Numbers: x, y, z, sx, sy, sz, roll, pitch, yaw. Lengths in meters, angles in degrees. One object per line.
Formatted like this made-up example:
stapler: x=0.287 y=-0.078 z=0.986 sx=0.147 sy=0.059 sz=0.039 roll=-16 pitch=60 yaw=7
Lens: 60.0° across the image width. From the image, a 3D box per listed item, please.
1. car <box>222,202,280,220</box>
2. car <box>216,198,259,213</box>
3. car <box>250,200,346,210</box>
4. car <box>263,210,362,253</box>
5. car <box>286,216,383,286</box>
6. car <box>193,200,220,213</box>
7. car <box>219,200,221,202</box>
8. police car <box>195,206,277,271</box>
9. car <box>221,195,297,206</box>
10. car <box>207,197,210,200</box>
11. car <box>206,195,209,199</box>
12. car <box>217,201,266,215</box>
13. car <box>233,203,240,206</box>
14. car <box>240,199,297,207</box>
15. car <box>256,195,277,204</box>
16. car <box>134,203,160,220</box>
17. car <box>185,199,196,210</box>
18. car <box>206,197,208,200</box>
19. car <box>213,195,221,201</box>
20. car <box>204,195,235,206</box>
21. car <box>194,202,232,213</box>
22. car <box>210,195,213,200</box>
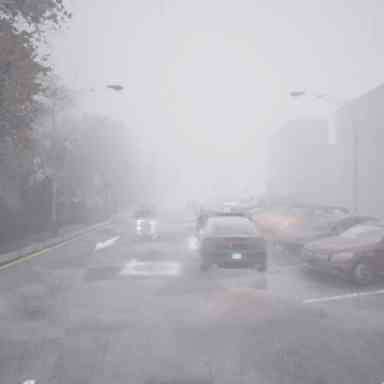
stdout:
car: x=5.358 y=1.682 z=30.402 sx=4.792 sy=1.488 sz=2.163 roll=1 pitch=0 yaw=-20
car: x=5.392 y=1.592 z=39.419 sx=4.553 sy=1.767 sz=2.185 roll=1 pitch=-1 yaw=-20
car: x=5.361 y=1.436 z=15.413 sx=4.553 sy=1.767 sz=2.185 roll=1 pitch=0 yaw=-20
car: x=5.292 y=1.574 z=12.392 sx=4.792 sy=1.488 sz=2.163 roll=1 pitch=0 yaw=-20
car: x=5.315 y=1.570 z=9.400 sx=4.674 sy=1.452 sz=2.002 roll=1 pitch=0 yaw=-20
car: x=1.218 y=1.671 z=27.124 sx=1.812 sy=1.442 sz=4.674 roll=0 pitch=0 yaw=0
car: x=5.200 y=1.626 z=27.345 sx=5.366 sy=1.575 sz=1.946 roll=1 pitch=0 yaw=-20
police car: x=1.171 y=1.479 z=11.235 sx=1.930 sy=1.638 sz=5.238 roll=0 pitch=0 yaw=0
car: x=5.351 y=1.362 z=24.389 sx=5.566 sy=2.045 sz=2.435 roll=1 pitch=0 yaw=-20
car: x=5.454 y=1.815 z=51.439 sx=5.008 sy=1.535 sz=2.097 roll=1 pitch=-1 yaw=-20
car: x=5.298 y=1.885 z=60.383 sx=5.366 sy=1.575 sz=1.946 roll=1 pitch=0 yaw=-20
car: x=5.386 y=1.724 z=36.404 sx=4.792 sy=1.488 sz=2.163 roll=1 pitch=0 yaw=-20
car: x=5.346 y=1.635 z=21.409 sx=4.674 sy=1.452 sz=2.002 roll=1 pitch=-1 yaw=-20
car: x=5.371 y=1.452 z=18.414 sx=4.553 sy=1.767 sz=2.185 roll=1 pitch=0 yaw=-20
car: x=18.482 y=1.834 z=82.452 sx=2.435 sy=2.045 sz=5.566 roll=0 pitch=0 yaw=-21
car: x=-4.002 y=1.731 z=30.348 sx=1.994 sy=1.385 sz=4.181 roll=0 pitch=0 yaw=0
car: x=0.086 y=1.789 z=47.492 sx=2.128 sy=1.511 sz=4.902 roll=0 pitch=0 yaw=0
car: x=5.477 y=1.905 z=57.441 sx=4.674 sy=1.452 sz=2.002 roll=1 pitch=0 yaw=-20
car: x=5.376 y=1.421 z=33.406 sx=5.566 sy=2.045 sz=2.435 roll=1 pitch=0 yaw=-20
car: x=5.495 y=1.690 z=66.477 sx=5.566 sy=2.045 sz=2.435 roll=1 pitch=-1 yaw=-20
car: x=1.197 y=1.614 z=21.125 sx=1.837 sy=1.490 sz=4.892 roll=0 pitch=0 yaw=0
car: x=5.489 y=1.665 z=48.437 sx=4.553 sy=1.767 sz=2.185 roll=1 pitch=0 yaw=-20
